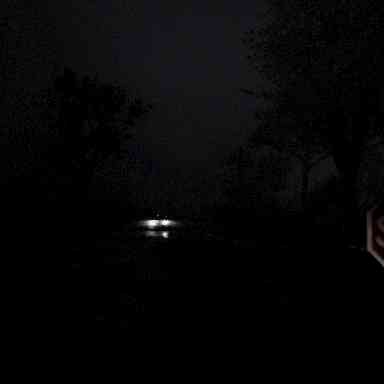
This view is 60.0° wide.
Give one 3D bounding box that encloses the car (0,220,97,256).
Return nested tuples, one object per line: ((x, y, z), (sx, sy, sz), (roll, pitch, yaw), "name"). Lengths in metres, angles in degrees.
((-6.283, 1.781, 12.968), (4.718, 1.301, 1.895), (1, -1, -32), "car")

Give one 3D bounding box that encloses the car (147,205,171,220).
((-3.010, 1.905, 31.446), (1.994, 1.385, 4.181), (0, -1, 0), "car")
